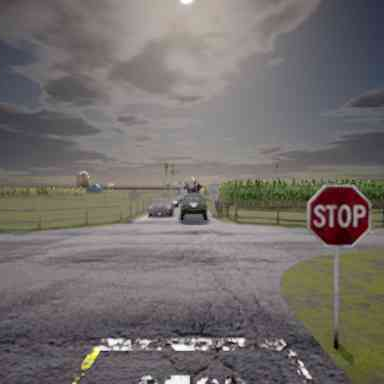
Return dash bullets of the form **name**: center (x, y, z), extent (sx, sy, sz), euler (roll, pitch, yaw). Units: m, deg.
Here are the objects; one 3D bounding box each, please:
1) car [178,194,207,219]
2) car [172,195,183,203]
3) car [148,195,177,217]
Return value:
- **car**: center (0.153, 1.180, 28.796), extent (2.150, 2.045, 5.566), euler (0, 0, 0)
- **car**: center (-2.660, 1.391, 63.835), extent (1.837, 1.490, 4.892), euler (0, 0, 1)
- **car**: center (-2.800, 1.307, 30.918), extent (2.097, 1.767, 4.553), euler (0, 0, 0)
